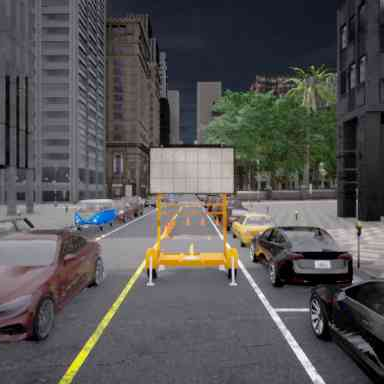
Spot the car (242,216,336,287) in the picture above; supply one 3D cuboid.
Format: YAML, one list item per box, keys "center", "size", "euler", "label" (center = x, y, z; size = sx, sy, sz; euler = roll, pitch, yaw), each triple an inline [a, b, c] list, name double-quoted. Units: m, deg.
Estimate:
- center: [2.761, 1.567, 9.107]
  size: [1.947, 1.339, 4.313]
  euler: [0, 0, 0]
  label: "car"

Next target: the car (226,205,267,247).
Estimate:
- center: [2.761, 1.527, 14.764]
  size: [1.752, 1.417, 4.829]
  euler: [0, 0, 0]
  label: "car"

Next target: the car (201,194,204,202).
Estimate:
- center: [2.761, 1.313, 47.515]
  size: [2.192, 1.841, 5.009]
  euler: [0, 0, 0]
  label: "car"

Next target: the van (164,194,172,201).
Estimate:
- center: [-5.765, 1.297, 79.513]
  size: [1.690, 1.788, 3.998]
  euler: [0, 0, 0]
  label: "van"

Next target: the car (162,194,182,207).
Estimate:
- center: [-3.003, 1.527, 51.237]
  size: [2.128, 1.511, 4.902]
  euler: [0, 0, 0]
  label: "car"

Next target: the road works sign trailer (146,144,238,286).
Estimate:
- center: [-0.001, 0.465, 9.402]
  size: [2.380, 3.560, 2.880]
  euler: [0, 0, 0]
  label: "road works sign trailer"

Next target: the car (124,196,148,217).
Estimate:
- center: [-5.765, 1.318, 31.069]
  size: [2.192, 1.841, 5.009]
  euler: [0, 0, 0]
  label: "car"

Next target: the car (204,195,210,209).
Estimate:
- center: [2.761, 1.318, 36.541]
  size: [2.192, 1.841, 5.009]
  euler: [0, 0, 0]
  label: "car"

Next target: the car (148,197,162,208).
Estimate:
- center: [-5.765, 1.564, 47.533]
  size: [1.947, 1.339, 4.313]
  euler: [0, 0, 0]
  label: "car"

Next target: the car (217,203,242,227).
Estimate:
- center: [2.761, 1.584, 20.081]
  size: [1.802, 1.307, 4.206]
  euler: [0, 0, 0]
  label: "car"

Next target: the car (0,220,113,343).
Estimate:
- center: [-3.102, 1.526, 6.578]
  size: [1.812, 1.442, 4.674]
  euler: [0, 0, 0]
  label: "car"

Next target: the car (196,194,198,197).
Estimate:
- center: [2.760, 1.386, 84.914]
  size: [1.967, 1.590, 4.097]
  euler: [0, 0, 0]
  label: "car"

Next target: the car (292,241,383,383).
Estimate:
- center: [2.762, 1.566, 3.621]
  size: [1.947, 1.339, 4.313]
  euler: [0, 0, 0]
  label: "car"

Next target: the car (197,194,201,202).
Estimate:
- center: [2.760, 1.530, 74.074]
  size: [1.947, 1.339, 4.313]
  euler: [0, 0, 0]
  label: "car"

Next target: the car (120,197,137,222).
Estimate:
- center: [-5.765, 1.443, 25.581]
  size: [1.967, 1.590, 4.097]
  euler: [0, 0, 0]
  label: "car"

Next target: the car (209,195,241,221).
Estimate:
- center: [2.761, 1.317, 25.568]
  size: [2.192, 1.841, 5.009]
  euler: [0, 0, 0]
  label: "car"

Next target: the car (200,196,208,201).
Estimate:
- center: [2.760, 1.538, 79.494]
  size: [1.802, 1.307, 4.206]
  euler: [0, 0, 0]
  label: "car"

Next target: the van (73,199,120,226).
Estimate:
- center: [-5.764, 1.343, 20.093]
  size: [1.690, 1.788, 3.998]
  euler: [0, 0, 0]
  label: "van"

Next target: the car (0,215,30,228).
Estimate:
- center: [-5.764, 1.441, 9.118]
  size: [1.967, 1.590, 4.097]
  euler: [0, 0, 0]
  label: "car"
